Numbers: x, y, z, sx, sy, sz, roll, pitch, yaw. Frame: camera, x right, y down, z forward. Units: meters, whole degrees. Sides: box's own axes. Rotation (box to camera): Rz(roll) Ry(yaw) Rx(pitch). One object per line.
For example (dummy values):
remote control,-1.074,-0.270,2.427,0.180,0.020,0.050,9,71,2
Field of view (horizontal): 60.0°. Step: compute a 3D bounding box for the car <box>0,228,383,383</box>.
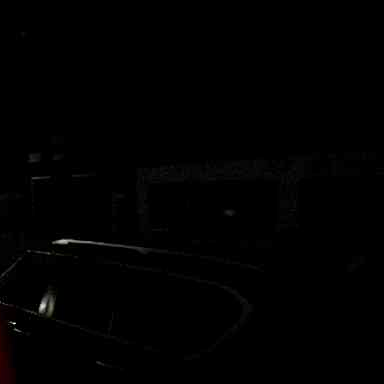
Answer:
car,-0.718,1.314,3.371,5.009,1.841,2.192,0,-1,36
